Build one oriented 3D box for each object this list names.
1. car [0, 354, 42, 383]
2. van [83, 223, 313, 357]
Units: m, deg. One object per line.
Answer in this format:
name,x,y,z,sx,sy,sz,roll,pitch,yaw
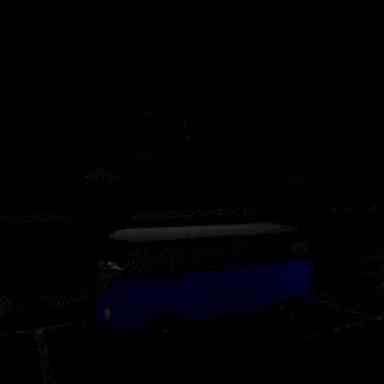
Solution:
car,-3.216,1.598,1.039,5.357,1.411,2.033,0,-1,-28
van,0.271,1.484,5.911,3.998,1.788,1.690,0,-2,-28
